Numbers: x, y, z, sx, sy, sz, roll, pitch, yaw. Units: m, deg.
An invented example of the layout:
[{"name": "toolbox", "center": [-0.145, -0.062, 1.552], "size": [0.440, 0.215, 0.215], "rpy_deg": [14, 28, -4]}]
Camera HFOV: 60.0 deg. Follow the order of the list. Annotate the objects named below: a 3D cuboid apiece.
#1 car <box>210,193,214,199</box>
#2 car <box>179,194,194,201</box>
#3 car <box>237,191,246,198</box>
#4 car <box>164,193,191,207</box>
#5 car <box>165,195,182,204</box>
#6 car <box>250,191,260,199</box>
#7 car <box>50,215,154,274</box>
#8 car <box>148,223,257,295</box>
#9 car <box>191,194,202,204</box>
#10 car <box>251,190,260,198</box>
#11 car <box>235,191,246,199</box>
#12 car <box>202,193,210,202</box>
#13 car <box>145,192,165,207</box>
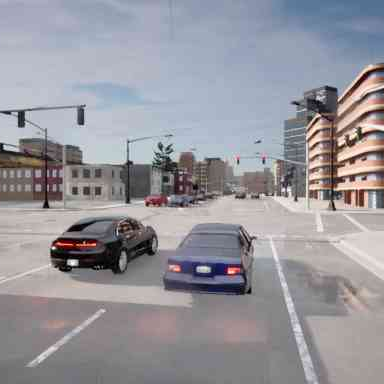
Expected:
[{"name": "car", "center": [3.785, 0.870, 76.231], "size": [1.882, 1.535, 5.008], "rpy_deg": [0, 1, 11]}, {"name": "car", "center": [-1.152, 1.080, 69.236], "size": [2.033, 1.411, 5.357], "rpy_deg": [0, 1, 11]}, {"name": "car", "center": [12.964, 0.561, 86.666], "size": [2.097, 1.767, 4.553], "rpy_deg": [0, 1, 11]}, {"name": "car", "center": [-1.961, 1.228, 47.429], "size": [2.097, 1.767, 4.553], "rpy_deg": [0, 1, 11]}, {"name": "car", "center": [-3.270, 1.244, 58.861], "size": [1.812, 1.442, 4.674], "rpy_deg": [0, 1, 12]}, {"name": "car", "center": [14.320, 0.889, 75.388], "size": [2.128, 1.511, 4.902], "rpy_deg": [0, 1, 11]}, {"name": "car", "center": [-2.513, 1.506, 10.644], "size": [1.837, 1.490, 4.892], "rpy_deg": [0, 0, 11]}, {"name": "car", "center": [0.705, 1.548, 8.901], "size": [2.033, 1.411, 5.357], "rpy_deg": [0, 0, 11]}, {"name": "car", "center": [-0.204, 1.241, 56.340], "size": [2.128, 1.511, 4.902], "rpy_deg": [0, 1, 11]}, {"name": "car", "center": [16.320, 0.473, 85.592], "size": [2.097, 1.767, 4.553], "rpy_deg": [0, 1, 11]}, {"name": "car", "center": [11.072, 0.910, 77.013], "size": [1.994, 1.385, 4.181], "rpy_deg": [0, 1, 11]}, {"name": "car", "center": [1.747, 1.126, 65.990], "size": [2.033, 1.411, 5.357], "rpy_deg": [0, 1, 12]}, {"name": "car", "center": [-5.169, 1.085, 49.303], "size": [2.150, 2.045, 5.566], "rpy_deg": [0, 1, 11]}]
